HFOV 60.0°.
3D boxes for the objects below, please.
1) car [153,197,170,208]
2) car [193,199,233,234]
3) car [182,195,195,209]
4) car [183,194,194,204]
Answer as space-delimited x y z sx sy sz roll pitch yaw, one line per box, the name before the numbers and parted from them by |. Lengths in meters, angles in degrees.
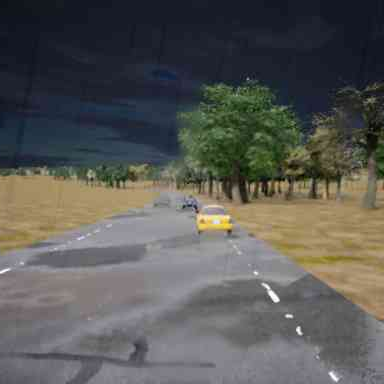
car | -3.922 1.345 43.806 1.994 1.385 4.181 0 0 -1
car | 1.163 1.387 18.612 1.801 1.575 5.366 0 0 0
car | -0.264 1.337 42.392 2.033 1.411 5.357 0 0 0
car | -0.563 1.190 57.733 1.812 1.442 4.674 0 0 -1
